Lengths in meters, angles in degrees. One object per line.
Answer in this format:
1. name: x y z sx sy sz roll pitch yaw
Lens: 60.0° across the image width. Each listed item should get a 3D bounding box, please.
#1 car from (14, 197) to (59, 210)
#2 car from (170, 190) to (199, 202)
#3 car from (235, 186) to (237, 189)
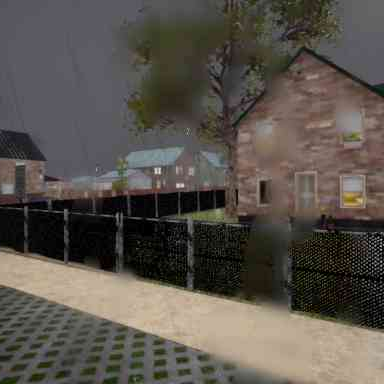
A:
1. car: -10.750 1.042 22.802 2.033 1.411 5.357 -1 2 36
2. car: -1.327 0.467 35.865 2.033 1.411 5.357 -1 2 36
3. car: 5.824 -0.018 45.721 2.128 1.511 4.902 -1 2 36
